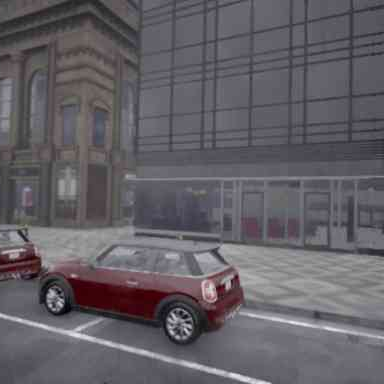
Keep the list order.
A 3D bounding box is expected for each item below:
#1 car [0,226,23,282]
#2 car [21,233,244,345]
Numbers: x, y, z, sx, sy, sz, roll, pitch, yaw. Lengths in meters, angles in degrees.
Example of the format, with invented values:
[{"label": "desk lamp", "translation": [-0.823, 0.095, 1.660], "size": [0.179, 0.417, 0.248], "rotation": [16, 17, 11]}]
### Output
[{"label": "car", "translation": [-6.202, 1.603, 9.174], "size": [4.097, 1.590, 1.967], "rotation": [1, -2, 26]}, {"label": "car", "translation": [-1.120, 1.657, 6.734], "size": [4.097, 1.590, 1.967], "rotation": [1, -2, 26]}]
